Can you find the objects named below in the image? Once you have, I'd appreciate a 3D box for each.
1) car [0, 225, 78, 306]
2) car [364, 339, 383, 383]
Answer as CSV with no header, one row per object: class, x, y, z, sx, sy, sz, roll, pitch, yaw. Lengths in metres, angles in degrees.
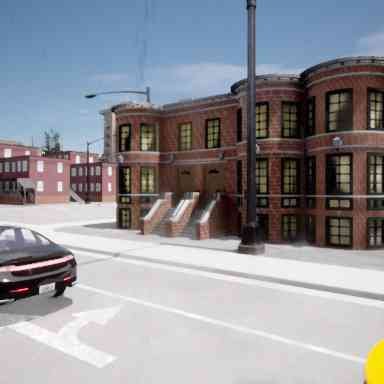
car,-4.569,1.491,7.263,4.902,1.511,2.128,0,0,34
car,3.542,1.478,1.468,5.008,1.535,1.882,0,0,36
